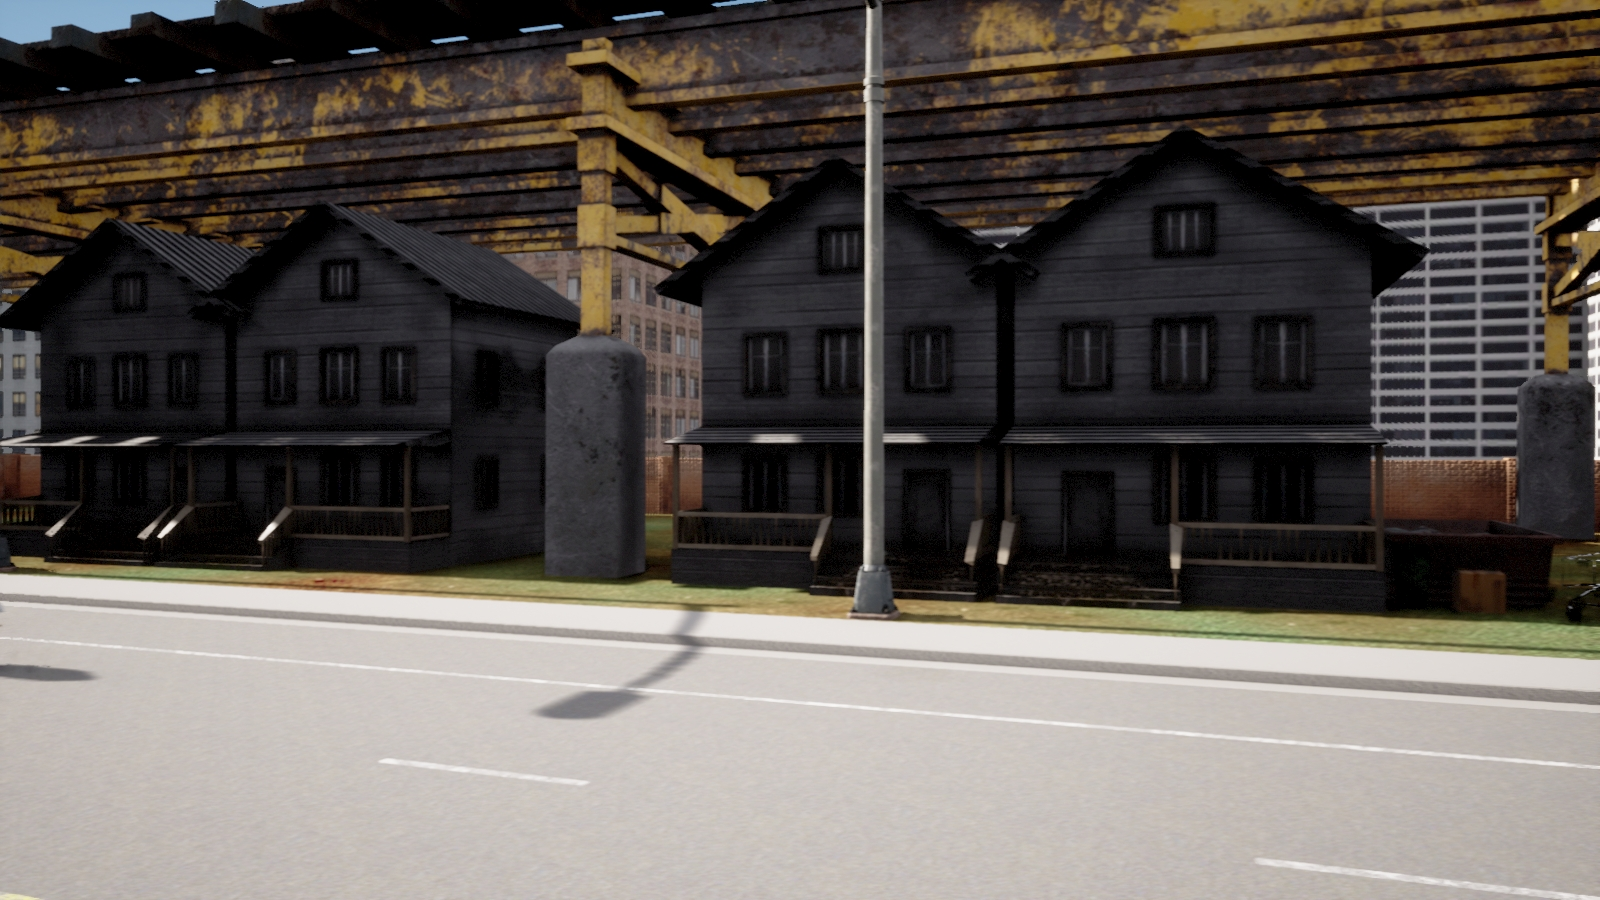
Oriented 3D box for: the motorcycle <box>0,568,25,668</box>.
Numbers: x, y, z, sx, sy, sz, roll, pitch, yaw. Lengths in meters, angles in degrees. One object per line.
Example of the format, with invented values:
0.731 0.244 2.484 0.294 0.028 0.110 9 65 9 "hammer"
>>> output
-11.192 2.170 14.852 2.033 1.224 0.803 0 0 20 "motorcycle"
